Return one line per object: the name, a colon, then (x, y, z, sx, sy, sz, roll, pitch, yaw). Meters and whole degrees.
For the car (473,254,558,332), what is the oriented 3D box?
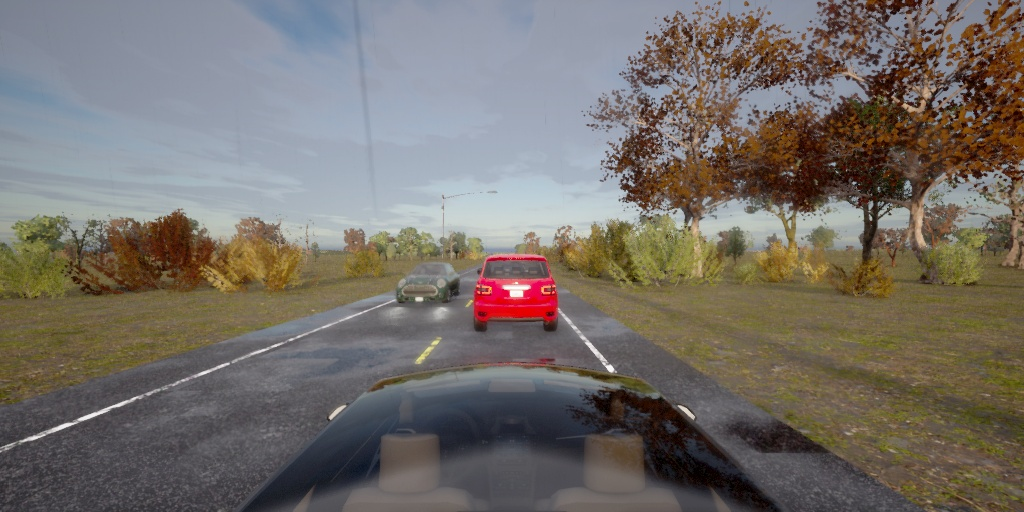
car: (0.079, 0.968, 11.020, 2.150, 2.045, 5.566, 0, 0, -1)

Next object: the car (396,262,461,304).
car: (-3.636, 1.097, 16.270, 2.097, 1.767, 4.553, 0, 0, 0)

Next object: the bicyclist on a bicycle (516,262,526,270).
bicyclist on a bicycle: (0.861, 1.110, 30.199, 0.659, 1.776, 1.843, 0, 0, 0)
